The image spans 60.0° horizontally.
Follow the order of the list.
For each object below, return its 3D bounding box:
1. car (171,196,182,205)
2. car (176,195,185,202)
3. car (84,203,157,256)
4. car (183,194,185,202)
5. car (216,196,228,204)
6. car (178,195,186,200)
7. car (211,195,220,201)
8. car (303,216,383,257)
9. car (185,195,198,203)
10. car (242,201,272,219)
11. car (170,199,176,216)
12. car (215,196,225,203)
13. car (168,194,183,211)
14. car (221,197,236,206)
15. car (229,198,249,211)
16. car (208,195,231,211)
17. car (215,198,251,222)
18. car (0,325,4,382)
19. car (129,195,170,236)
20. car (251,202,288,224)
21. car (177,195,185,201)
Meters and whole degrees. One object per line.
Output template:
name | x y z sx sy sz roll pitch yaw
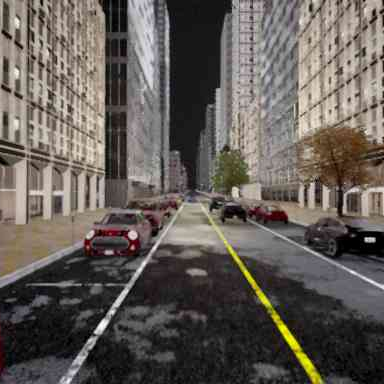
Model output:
car | -2.629 1.442 57.987 1.752 1.417 4.829 1 0 0
car | -2.612 1.438 75.183 1.947 1.339 4.313 1 0 0
car | -2.674 1.428 12.752 1.967 1.590 4.097 1 0 0
car | -2.634 1.369 52.481 1.967 1.590 4.097 1 0 0
car | 5.757 1.460 63.805 1.887 1.381 4.507 1 0 0
car | -2.600 1.389 86.535 2.008 1.369 4.403 1 0 0
car | 5.775 1.414 80.826 1.887 1.381 4.507 1 0 0
car | 5.705 1.567 12.732 1.947 1.339 4.313 1 0 0
car | 0.063 1.377 66.651 1.882 1.535 5.008 0 0 0
car | 5.722 1.565 29.755 1.802 1.307 4.206 1 0 0
car | -2.659 1.552 29.778 1.802 1.307 4.206 1 0 0
car | 5.763 1.483 69.478 1.802 1.307 4.206 1 0 0
car | -2.644 1.267 41.130 2.192 1.841 5.009 1 0 0
car | 5.745 1.508 52.455 1.947 1.339 4.313 1 0 0
car | 5.735 1.490 41.275 1.752 1.417 4.829 1 0 0
car | 3.076 1.314 39.706 2.097 1.767 4.553 0 0 1
car | 3.069 1.490 25.881 1.837 1.490 4.892 0 0 0
car | -2.687 1.540 1.400 1.887 1.381 4.507 1 0 0
car | -2.667 1.299 18.428 2.192 1.841 5.009 1 0 0
car | 5.716 1.572 24.081 1.802 1.307 4.206 1 0 0
car | -2.606 1.401 80.858 1.887 1.381 4.507 1 0 0
